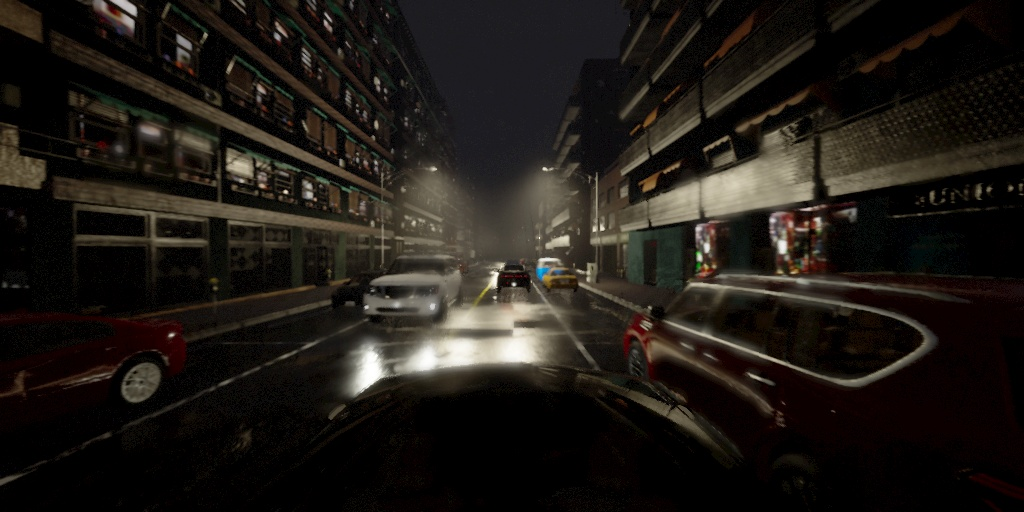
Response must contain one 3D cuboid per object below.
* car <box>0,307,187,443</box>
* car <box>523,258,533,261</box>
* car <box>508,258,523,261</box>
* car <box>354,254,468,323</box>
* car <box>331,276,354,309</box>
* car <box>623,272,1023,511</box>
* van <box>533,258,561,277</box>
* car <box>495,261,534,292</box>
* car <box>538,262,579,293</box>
[{"bbox_3d":[-5.691,1.293,3.422,1.888,1.381,4.507,0,0,0],"label":"car"},{"bbox_3d":[2.703,1.242,54.577,2.007,1.370,4.403,0,0,0],"label":"car"},{"bbox_3d":[0.112,1.176,45.086,1.882,1.535,5.008,0,0,0],"label":"car"},{"bbox_3d":[-3.049,0.958,12.343,2.150,2.045,5.566,0,0,0],"label":"car"},{"bbox_3d":[-5.688,1.297,14.791,1.948,1.339,4.313,0,0,0],"label":"car"},{"bbox_3d":[2.689,1.062,3.417,2.192,1.841,5.009,0,0,0],"label":"car"},{"bbox_3d":[2.695,1.058,26.155,1.690,1.789,3.998,0,0,0],"label":"van"},{"bbox_3d":[0.105,1.228,21.168,1.837,1.490,4.892,0,0,0],"label":"car"},{"bbox_3d":[2.694,1.249,20.640,1.751,1.417,4.829,0,0,0],"label":"car"}]
